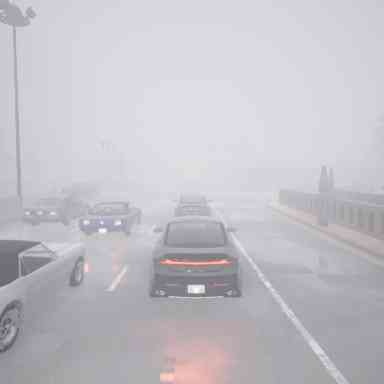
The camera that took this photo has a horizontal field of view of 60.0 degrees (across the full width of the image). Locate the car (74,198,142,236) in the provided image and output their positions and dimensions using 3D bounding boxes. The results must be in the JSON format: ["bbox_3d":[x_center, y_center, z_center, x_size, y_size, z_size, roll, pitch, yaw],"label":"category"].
[{"bbox_3d":[-3.458,1.077,15.061,1.895,1.301,4.718,0,3,0],"label":"car"}]

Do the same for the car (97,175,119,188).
[{"bbox_3d":[-14.327,-1.727,55.261,2.150,2.045,5.566,0,3,0],"label":"car"}]

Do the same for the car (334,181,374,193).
[{"bbox_3d":[18.462,-0.476,38.793,5.008,1.535,1.882,0,3,2],"label":"car"}]

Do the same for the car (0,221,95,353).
[{"bbox_3d":[-3.422,1.506,5.934,1.895,1.301,4.718,0,2,0],"label":"car"}]

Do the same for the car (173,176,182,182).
[{"bbox_3d":[-3.907,-3.436,88.413,1.812,1.442,4.674,0,3,0],"label":"car"}]

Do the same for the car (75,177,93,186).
[{"bbox_3d":[-21.300,-2.120,65.987,1.882,1.535,5.008,0,3,0],"label":"car"}]

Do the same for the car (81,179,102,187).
[{"bbox_3d":[-17.824,-1.638,59.181,2.033,1.411,5.357,0,3,0],"label":"car"}]

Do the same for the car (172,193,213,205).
[{"bbox_3d":[0.034,0.837,17.531,1.837,1.490,4.892,0,3,-1],"label":"car"}]

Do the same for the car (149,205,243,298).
[{"bbox_3d":[0.070,1.337,8.152,1.837,1.490,4.892,0,2,0],"label":"car"}]

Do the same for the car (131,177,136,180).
[{"bbox_3d":[-14.359,-2.865,78.286,1.882,1.535,5.008,0,3,0],"label":"car"}]

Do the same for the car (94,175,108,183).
[{"bbox_3d":[-21.357,-2.969,77.993,2.097,1.767,4.553,0,3,0],"label":"car"}]

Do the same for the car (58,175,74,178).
[{"bbox_3d":[-21.325,-1.754,55.703,2.150,2.045,5.566,0,3,0],"label":"car"}]

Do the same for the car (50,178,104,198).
[{"bbox_3d":[-11.114,-0.139,31.192,2.097,1.767,4.553,3,5,42],"label":"car"}]

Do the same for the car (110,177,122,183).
[{"bbox_3d":[-17.860,-2.805,78.547,1.994,1.385,4.181,0,3,0],"label":"car"}]

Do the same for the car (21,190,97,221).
[{"bbox_3d":[-6.969,0.867,17.693,2.033,1.411,5.357,0,3,0],"label":"car"}]

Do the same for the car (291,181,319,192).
[{"bbox_3d":[15.036,-0.645,42.402,4.674,1.442,1.812,0,3,2],"label":"car"}]

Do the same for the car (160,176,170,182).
[{"bbox_3d":[-7.407,-3.434,88.396,1.812,1.442,4.674,0,3,0],"label":"car"}]

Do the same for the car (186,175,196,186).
[{"bbox_3d":[-0.214,-2.042,64.914,2.128,1.511,4.902,0,4,0],"label":"car"}]

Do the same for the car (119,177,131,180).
[{"bbox_3d":[-14.312,-2.351,67.688,2.097,1.767,4.553,0,4,0],"label":"car"}]
